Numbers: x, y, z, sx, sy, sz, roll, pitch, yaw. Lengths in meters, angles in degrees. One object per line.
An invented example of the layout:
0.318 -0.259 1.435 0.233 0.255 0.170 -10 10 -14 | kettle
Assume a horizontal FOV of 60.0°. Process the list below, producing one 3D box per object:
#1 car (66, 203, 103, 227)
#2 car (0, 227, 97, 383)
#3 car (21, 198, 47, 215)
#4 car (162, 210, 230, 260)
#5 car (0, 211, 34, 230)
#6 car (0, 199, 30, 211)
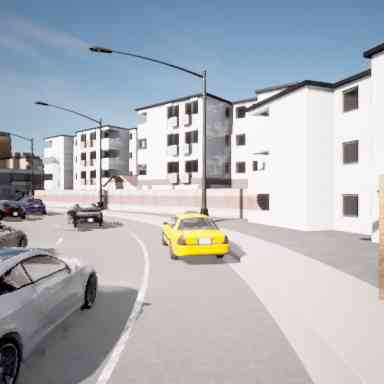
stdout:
-7.337 1.498 22.487 2.128 1.511 4.902 0 0 -27 | car
-2.865 1.528 4.860 1.812 1.442 4.674 0 0 1 | car
-16.446 1.364 33.376 4.553 1.767 2.097 0 0 44 | car
-0.074 1.459 12.501 1.801 1.575 5.366 0 0 -10 | car
-6.762 1.530 10.346 1.812 1.442 4.674 0 0 -8 | car
-15.362 1.537 27.653 1.812 1.442 4.674 0 0 -43 | car
